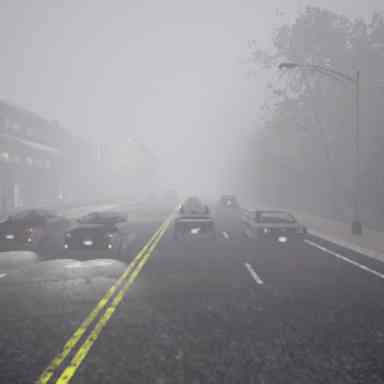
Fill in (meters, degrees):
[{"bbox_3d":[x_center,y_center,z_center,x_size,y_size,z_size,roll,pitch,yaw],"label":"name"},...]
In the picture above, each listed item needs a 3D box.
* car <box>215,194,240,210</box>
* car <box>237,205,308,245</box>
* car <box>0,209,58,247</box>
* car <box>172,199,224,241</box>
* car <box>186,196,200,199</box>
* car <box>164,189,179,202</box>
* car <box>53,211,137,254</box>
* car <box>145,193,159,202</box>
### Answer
[{"bbox_3d":[3.351,0.989,32.052,2.097,1.767,4.553,0,1,0],"label":"car"},{"bbox_3d":[3.351,1.436,14.485,1.895,1.301,4.718,0,1,0],"label":"car"},{"bbox_3d":[-6.598,1.405,14.039,1.994,1.385,4.181,0,1,0],"label":"car"},{"bbox_3d":[0.101,1.315,15.571,2.128,1.511,4.902,0,1,0],"label":"car"},{"bbox_3d":[0.102,1.147,33.445,1.812,1.442,4.674,0,1,0],"label":"car"},{"bbox_3d":[-3.299,0.604,54.398,2.150,2.045,5.566,0,1,1],"label":"car"},{"bbox_3d":[-3.350,1.420,12.690,1.994,1.385,4.181,0,1,0],"label":"car"},{"bbox_3d":[-6.554,0.897,55.559,1.812,1.442,4.674,0,1,0],"label":"car"}]
